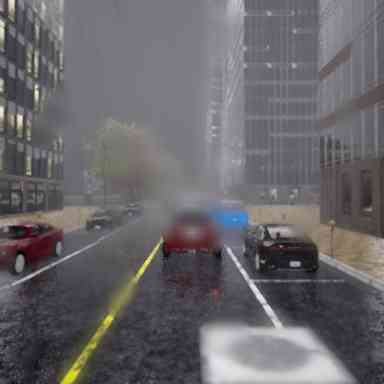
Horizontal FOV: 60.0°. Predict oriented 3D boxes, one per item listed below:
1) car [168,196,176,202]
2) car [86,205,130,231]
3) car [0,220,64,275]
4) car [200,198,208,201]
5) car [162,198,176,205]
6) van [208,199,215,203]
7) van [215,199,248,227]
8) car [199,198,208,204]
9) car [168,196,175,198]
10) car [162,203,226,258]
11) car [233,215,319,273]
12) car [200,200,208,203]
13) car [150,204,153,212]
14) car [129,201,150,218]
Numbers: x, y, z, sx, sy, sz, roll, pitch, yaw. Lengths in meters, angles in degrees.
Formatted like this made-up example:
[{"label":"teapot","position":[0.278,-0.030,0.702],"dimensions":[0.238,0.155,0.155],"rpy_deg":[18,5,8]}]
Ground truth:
[{"label":"car","position":[-5.677,1.937,94.504],"dimensions":[2.192,1.841,5.009],"rpy_deg":[0,0,0]},{"label":"car","position":[-5.687,1.761,22.253],"dimensions":[1.947,1.339,4.313],"rpy_deg":[0,0,0]},{"label":"car","position":[-5.690,1.651,10.849],"dimensions":[1.887,1.381,4.507],"rpy_deg":[0,-1,0]},{"label":"car","position":[2.701,1.929,71.775],"dimensions":[1.967,1.590,4.097],"rpy_deg":[0,0,0]},{"label":"car","position":[-3.005,1.882,45.500],"dimensions":[2.033,1.411,5.357],"rpy_deg":[0,0,0]},{"label":"van","position":[2.778,1.606,33.651],"dimensions":[1.690,1.788,3.998],"rpy_deg":[0,0,0]},{"label":"van","position":[2.696,1.536,22.255],"dimensions":[1.690,1.788,3.998],"rpy_deg":[0,0,0]},{"label":"car","position":[2.701,2.089,77.455],"dimensions":[1.947,1.339,4.313],"rpy_deg":[0,0,0]},{"label":"car","position":[-5.680,2.068,77.453],"dimensions":[1.887,1.381,4.507],"rpy_deg":[0,0,0]},{"label":"car","position":[0.026,1.480,13.417],"dimensions":[2.097,1.767,4.553],"rpy_deg":[0,-1,1]},{"label":"car","position":[2.692,1.657,10.848],"dimensions":[2.008,1.369,4.403],"rpy_deg":[0,0,0]},{"label":"car","position":[0.027,1.727,28.485],"dimensions":[2.128,1.511,4.902],"rpy_deg":[0,0,1]},{"label":"car","position":[-5.813,1.833,40.884],"dimensions":[1.752,1.417,4.829],"rpy_deg":[0,0,0]},{"label":"car","position":[-5.765,1.831,33.649],"dimensions":[1.947,1.339,4.313],"rpy_deg":[0,0,0]}]
